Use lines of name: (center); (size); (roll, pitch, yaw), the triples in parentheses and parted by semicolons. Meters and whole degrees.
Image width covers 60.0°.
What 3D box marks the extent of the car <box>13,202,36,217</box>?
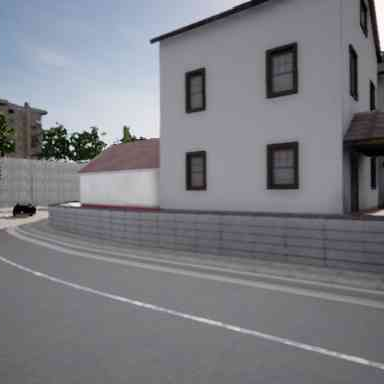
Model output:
car: (-17.806, 1.819, 35.395); (2.128, 1.511, 4.902); (0, 0, -22)
